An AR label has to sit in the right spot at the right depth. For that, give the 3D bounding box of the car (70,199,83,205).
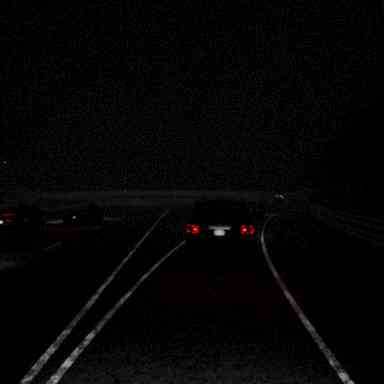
[{"bbox_3d":[-30.936,2.599,88.917,1.882,1.535,5.008,0,-2,-2],"label":"car"}]

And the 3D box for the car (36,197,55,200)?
[{"bbox_3d":[-26.493,1.754,58.544,2.097,1.767,4.553,0,-1,-1],"label":"car"}]

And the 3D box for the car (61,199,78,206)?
[{"bbox_3d":[-26.943,2.238,73.494,2.128,1.511,4.902,0,-1,-2],"label":"car"}]

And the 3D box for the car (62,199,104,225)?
[{"bbox_3d":[-7.767,1.515,24.195,1.882,1.535,5.008,0,0,-2],"label":"car"}]

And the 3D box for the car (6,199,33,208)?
[{"bbox_3d":[-29.964,1.925,58.041,2.033,1.411,5.357,0,-1,-1],"label":"car"}]

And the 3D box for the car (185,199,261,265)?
[{"bbox_3d":[1.145,1.245,11.972,2.150,2.045,5.566,0,0,8],"label":"car"}]

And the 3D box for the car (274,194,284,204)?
[{"bbox_3d":[18.247,1.677,70.057,1.812,1.442,4.674,0,1,15],"label":"car"}]

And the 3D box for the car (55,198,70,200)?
[{"bbox_3d":[-23.071,1.955,61.869,1.882,1.535,5.008,0,-1,-2],"label":"car"}]

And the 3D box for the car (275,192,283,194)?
[{"bbox_3d":[20.893,1.107,79.806,2.150,2.045,5.566,0,1,14],"label":"car"}]

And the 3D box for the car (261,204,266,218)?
[{"bbox_3d":[6.125,1.719,32.609,2.033,1.411,5.357,-1,-1,18],"label":"car"}]

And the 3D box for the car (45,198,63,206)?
[{"bbox_3d":[-30.444,2.177,73.456,1.882,1.535,5.008,0,-1,-2],"label":"car"}]

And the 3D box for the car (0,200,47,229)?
[{"bbox_3d":[-11.193,1.515,21.814,1.837,1.490,4.892,0,0,-2],"label":"car"}]

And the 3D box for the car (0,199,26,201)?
[{"bbox_3d":[-22.548,1.687,42.965,1.812,1.442,4.674,0,-1,-2],"label":"car"}]
